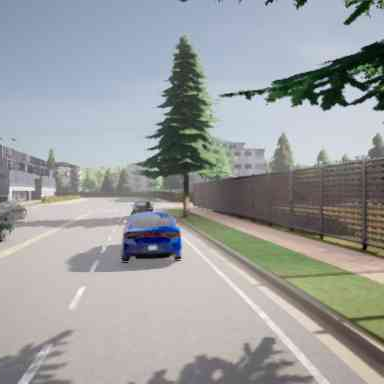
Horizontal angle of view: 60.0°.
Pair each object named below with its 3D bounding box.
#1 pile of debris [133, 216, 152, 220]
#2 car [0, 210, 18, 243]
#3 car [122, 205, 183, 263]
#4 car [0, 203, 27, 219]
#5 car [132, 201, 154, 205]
[{"bbox_3d":[-3.998,2.128,26.909,1.500,0.140,1.860,0,0,-10],"label":"pile of debris"},{"bbox_3d":[-8.893,1.621,13.200,1.895,1.301,4.718,0,0,-10],"label":"car"},{"bbox_3d":[-1.496,1.454,12.098,1.882,1.535,5.008,0,0,-8],"label":"car"},{"bbox_3d":[-14.588,1.568,26.057,2.033,1.411,5.357,0,0,-9],"label":"car"},{"bbox_3d":[-4.260,1.473,28.963,1.812,1.442,4.674,0,0,-9],"label":"car"}]
